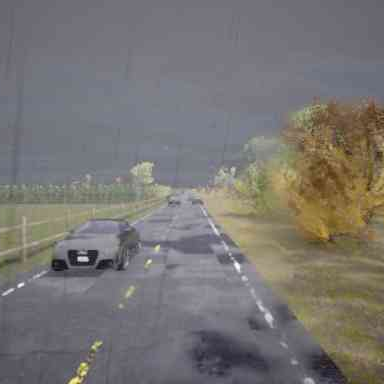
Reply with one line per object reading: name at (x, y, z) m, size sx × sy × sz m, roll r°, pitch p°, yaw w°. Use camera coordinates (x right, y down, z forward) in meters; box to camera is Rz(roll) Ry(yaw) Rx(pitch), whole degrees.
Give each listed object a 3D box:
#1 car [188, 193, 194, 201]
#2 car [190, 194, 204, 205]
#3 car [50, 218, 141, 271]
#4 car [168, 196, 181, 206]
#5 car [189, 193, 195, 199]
car at (-0.002, 1.332, 74.271) m, size 2.033 × 1.411 × 5.357 m, roll 0°, pitch 0°, yaw 0°
car at (0.961, 1.435, 56.258) m, size 1.812 × 1.442 × 4.674 m, roll 0°, pitch 0°, yaw 0°
car at (-2.851, 1.557, 10.675) m, size 1.994 × 1.385 × 4.181 m, roll 0°, pitch 0°, yaw 0°
car at (-2.809, 1.392, 53.841) m, size 1.882 × 1.535 × 5.008 m, roll 0°, pitch 0°, yaw 0°
car at (-0.003, 1.097, 95.062) m, size 1.837 × 1.490 × 4.892 m, roll 0°, pitch 0°, yaw 0°
